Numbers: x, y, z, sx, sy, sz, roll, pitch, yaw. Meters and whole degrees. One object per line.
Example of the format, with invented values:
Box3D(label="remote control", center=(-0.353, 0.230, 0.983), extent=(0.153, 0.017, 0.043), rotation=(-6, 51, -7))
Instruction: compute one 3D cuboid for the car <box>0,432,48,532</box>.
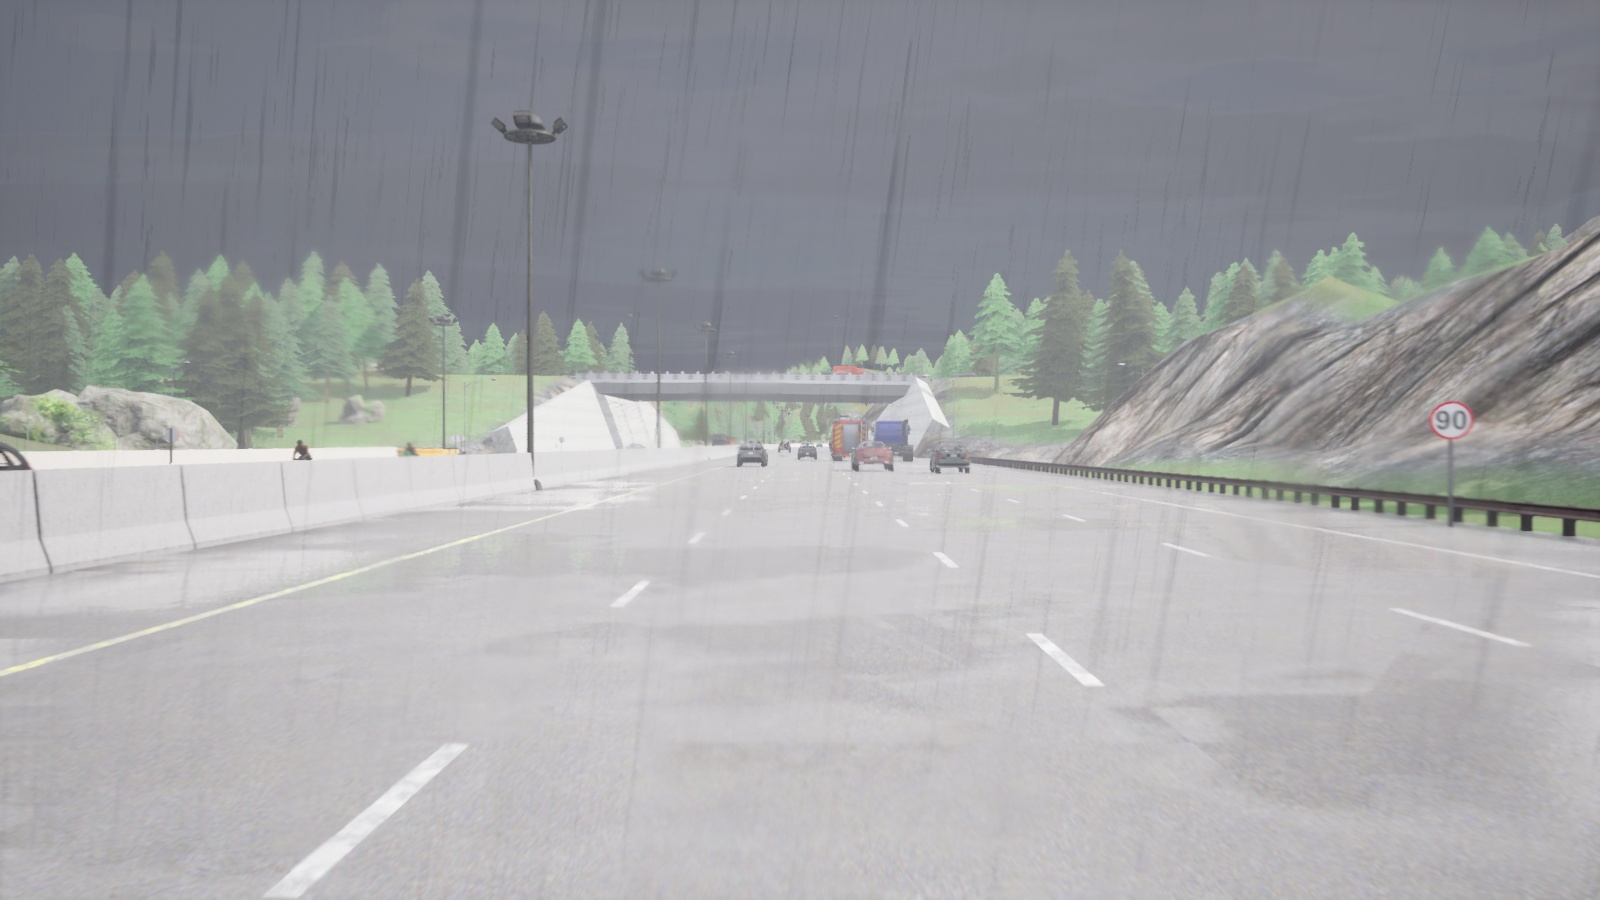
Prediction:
Box3D(label="car", center=(-13.873, 0.523, 19.624), extent=(1.851, 1.617, 3.988), rotation=(0, 0, 0))

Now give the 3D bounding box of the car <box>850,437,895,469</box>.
Box3D(label="car", center=(3.904, 0.142, 68.428), extent=(2.152, 1.651, 5.027), rotation=(0, 0, 0))

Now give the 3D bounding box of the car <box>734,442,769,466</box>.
Box3D(label="car", center=(-3.032, 0.241, 79.791), extent=(2.007, 1.525, 4.514), rotation=(0, 0, 0))

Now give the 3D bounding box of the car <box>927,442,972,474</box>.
Box3D(label="car", center=(7.368, 0.380, 62.212), extent=(1.789, 1.549, 3.705), rotation=(0, 0, 0))
